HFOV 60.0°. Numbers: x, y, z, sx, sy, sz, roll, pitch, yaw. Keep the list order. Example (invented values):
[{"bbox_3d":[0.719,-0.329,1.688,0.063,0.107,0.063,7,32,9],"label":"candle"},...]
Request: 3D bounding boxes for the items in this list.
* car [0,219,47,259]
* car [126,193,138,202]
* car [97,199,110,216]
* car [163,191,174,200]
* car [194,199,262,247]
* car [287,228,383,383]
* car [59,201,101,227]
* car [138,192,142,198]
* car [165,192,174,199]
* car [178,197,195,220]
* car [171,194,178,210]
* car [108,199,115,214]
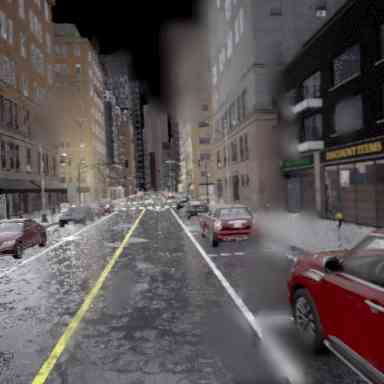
[{"bbox_3d":[-7.017,1.739,13.031,1.802,1.307,4.206,-3,1,-6],"label":"car"},{"bbox_3d":[-13.185,1.356,71.815,1.802,1.307,4.206,-3,1,-6],"label":"car"},{"bbox_3d":[-8.749,1.622,29.443,1.802,1.307,4.206,-3,1,-6],"label":"car"},{"bbox_3d":[-4.721,0.822,72.692,1.967,1.590,4.097,-3,1,-6],"label":"car"},{"bbox_3d":[1.446,1.205,13.920,1.967,1.590,4.097,-3,1,-6],"label":"car"},{"bbox_3d":[2.595,1.160,2.977,2.192,1.841,5.009,-3,1,-6],"label":"car"},{"bbox_3d":[-8.172,1.645,23.972,1.947,1.339,4.313,-3,1,-6],"label":"car"},{"bbox_3d":[-14.301,1.267,82.574,2.008,1.369,4.403,-3,1,-6],"label":"car"},{"bbox_3d":[-5.292,0.877,78.242,1.752,1.417,4.829,-3,1,-6],"label":"car"},{"bbox_3d":[0.296,1.238,24.863,2.008,1.369,4.403,-3,1,-6],"label":"car"},{"bbox_3d":[-0.857,1.176,35.805,1.947,1.339,4.313,-3,1,-6],"label":"car"},{"bbox_3d":[-9.333,1.442,34.913,1.967,1.590,4.097,-3,1,-6],"label":"car"}]
